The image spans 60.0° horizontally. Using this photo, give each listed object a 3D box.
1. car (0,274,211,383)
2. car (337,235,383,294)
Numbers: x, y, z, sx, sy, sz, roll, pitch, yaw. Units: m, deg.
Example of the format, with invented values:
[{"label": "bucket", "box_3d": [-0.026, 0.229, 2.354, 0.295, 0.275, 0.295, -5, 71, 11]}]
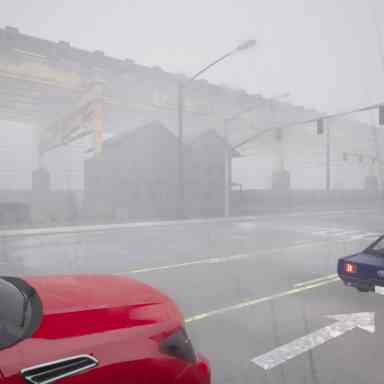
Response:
[{"label": "car", "box_3d": [-2.492, 1.221, 1.968, 5.566, 2.045, 2.150, 0, 0, -36]}, {"label": "car", "box_3d": [5.462, 1.601, 7.639, 4.718, 1.301, 1.895, 0, 0, -35]}]
